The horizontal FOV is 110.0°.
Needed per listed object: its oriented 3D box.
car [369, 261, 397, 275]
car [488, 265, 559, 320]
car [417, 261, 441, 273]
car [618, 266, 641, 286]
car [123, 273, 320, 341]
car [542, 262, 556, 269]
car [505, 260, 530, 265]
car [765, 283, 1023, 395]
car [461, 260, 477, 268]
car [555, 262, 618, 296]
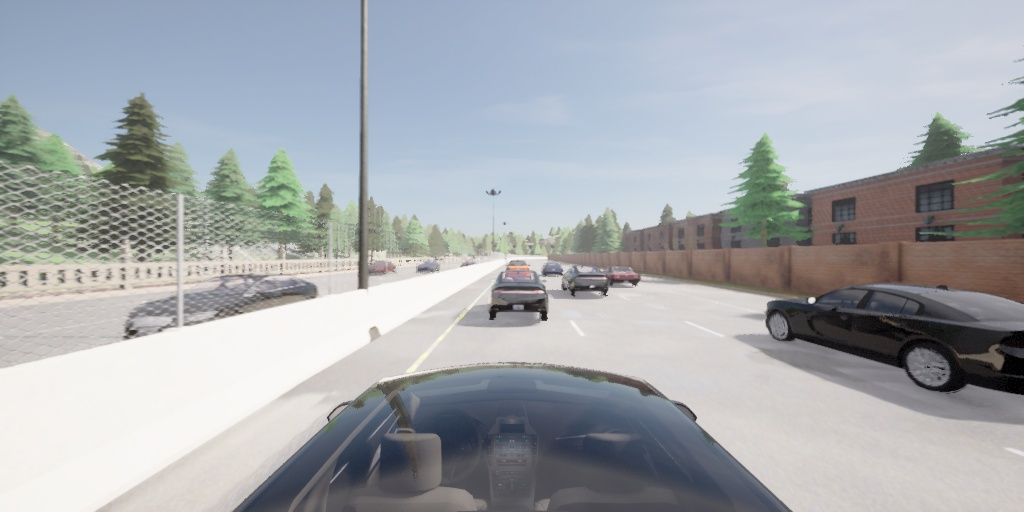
[{"bbox_3d":[-13.583,1.226,37.729,1.812,1.442,4.674,0,0,1],"label":"car"},{"bbox_3d":[0.214,1.240,12.581,2.128,1.511,4.902,0,0,1],"label":"car"},{"bbox_3d":[-9.976,1.258,43.714,2.033,1.411,5.357,0,0,1],"label":"car"},{"bbox_3d":[7.406,1.369,25.329,1.895,1.301,4.718,0,0,1],"label":"car"},{"bbox_3d":[-7.056,1.219,9.433,2.128,1.511,4.902,0,0,1],"label":"car"},{"bbox_3d":[4.103,1.319,37.164,1.994,1.385,4.181,0,0,1],"label":"car"},{"bbox_3d":[0.493,1.098,30.517,2.097,1.767,4.553,0,0,1],"label":"car"},{"bbox_3d":[7.138,1.249,6.773,1.882,1.535,5.008,0,0,0],"label":"car"},{"bbox_3d":[-6.304,1.284,52.787,1.994,1.385,4.181,0,0,1],"label":"car"},{"bbox_3d":[3.811,1.250,19.260,2.128,1.511,4.902,0,0,1],"label":"car"}]
